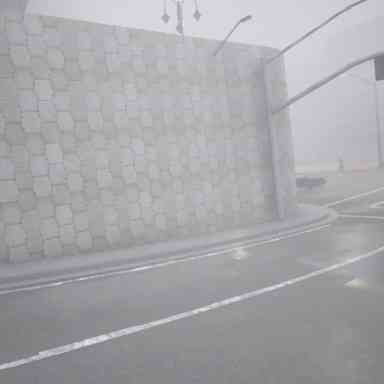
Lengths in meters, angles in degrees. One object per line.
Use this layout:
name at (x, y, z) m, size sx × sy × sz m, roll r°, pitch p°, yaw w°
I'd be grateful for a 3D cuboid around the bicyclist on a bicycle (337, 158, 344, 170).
bicyclist on a bicycle at (20.054, -3.826, 44.880) m, size 1.656 × 1.620 × 0.582 m, roll -11°, pitch 6°, yaw -35°

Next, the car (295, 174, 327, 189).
car at (10.005, -1.018, 30.957) m, size 1.895 × 1.301 × 4.718 m, roll -11°, pitch 6°, yaw -35°
